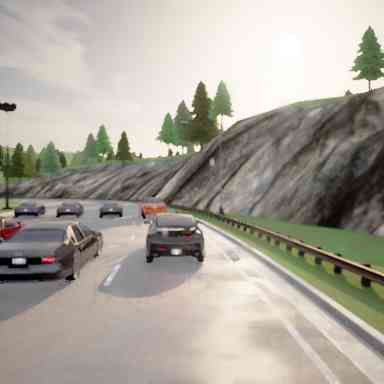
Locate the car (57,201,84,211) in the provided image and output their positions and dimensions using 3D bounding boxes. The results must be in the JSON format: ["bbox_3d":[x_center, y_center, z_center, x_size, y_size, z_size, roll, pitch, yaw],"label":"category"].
[{"bbox_3d":[-10.838,1.481,29.781,1.994,1.385,4.181,0,0,-14],"label":"car"}]

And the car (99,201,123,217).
[{"bbox_3d":[-7.319,1.470,30.110,1.994,1.385,4.181,0,0,-14],"label":"car"}]

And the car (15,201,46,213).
[{"bbox_3d":[-14.460,1.491,29.882,1.994,1.385,4.181,0,0,-14],"label":"car"}]

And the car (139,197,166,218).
[{"bbox_3d":[-3.499,1.251,29.136,2.097,1.767,4.553,0,0,-13],"label":"car"}]

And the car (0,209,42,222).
[{"bbox_3d":[-7.766,1.573,12.986,1.895,1.301,4.718,0,0,-6],"label":"car"}]

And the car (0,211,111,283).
[{"bbox_3d":[-3.908,1.521,9.608,2.033,1.411,5.357,0,0,-5],"label":"car"}]

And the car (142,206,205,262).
[{"bbox_3d":[-0.668,1.461,12.014,1.837,1.490,4.892,0,0,-5],"label":"car"}]
